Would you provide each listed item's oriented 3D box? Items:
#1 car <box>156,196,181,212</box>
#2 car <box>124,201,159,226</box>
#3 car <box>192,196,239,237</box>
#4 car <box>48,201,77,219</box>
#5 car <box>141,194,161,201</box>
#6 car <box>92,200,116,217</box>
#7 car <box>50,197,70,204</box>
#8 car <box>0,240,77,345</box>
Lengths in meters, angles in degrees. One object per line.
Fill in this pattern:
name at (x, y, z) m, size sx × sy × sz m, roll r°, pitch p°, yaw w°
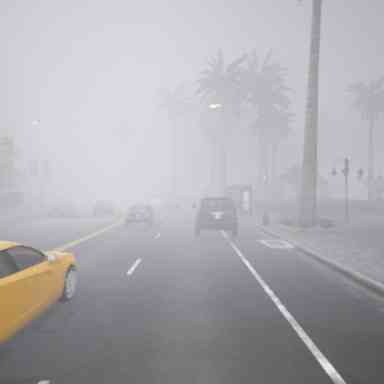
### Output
car at (-2.656, 1.540, 39.882) m, size 1.882 × 1.535 × 5.008 m, roll 0°, pitch 0°, yaw -15°
car at (-3.665, 1.585, 23.879) m, size 2.033 × 1.411 × 5.357 m, roll 0°, pitch 0°, yaw -3°
car at (1.222, 1.250, 18.359) m, size 2.150 × 2.045 × 5.566 m, roll 0°, pitch 0°, yaw 0°
car at (-11.586, 1.572, 30.088) m, size 1.812 × 1.442 × 4.674 m, roll 0°, pitch 0°, yaw -9°
car at (-6.046, 1.299, 49.803) m, size 2.150 × 2.045 × 5.566 m, roll 0°, pitch 0°, yaw -23°
car at (-8.357, 1.527, 31.874) m, size 1.882 × 1.535 × 5.008 m, roll 0°, pitch 0°, yaw -10°
car at (-26.943, 1.650, 67.823) m, size 4.718 × 1.301 × 1.895 m, roll 0°, pitch 0°, yaw 39°
car at (-3.432, 1.486, 5.259) m, size 1.882 × 1.535 × 5.008 m, roll 0°, pitch 0°, yaw 0°
